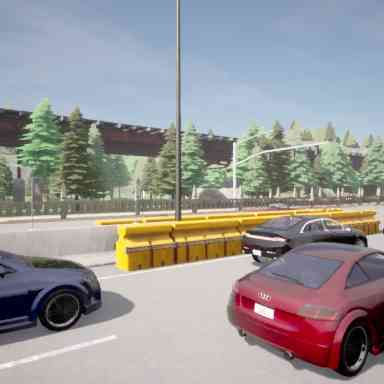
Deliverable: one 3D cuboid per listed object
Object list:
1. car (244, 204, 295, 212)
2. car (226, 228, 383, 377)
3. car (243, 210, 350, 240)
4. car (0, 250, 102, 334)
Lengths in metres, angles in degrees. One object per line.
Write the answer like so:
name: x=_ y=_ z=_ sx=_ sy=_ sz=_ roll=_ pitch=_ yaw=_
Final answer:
car: x=6.140 y=1.601 z=25.592 sx=4.718 sy=1.301 sz=1.895 roll=0 pitch=0 yaw=-36
car: x=2.603 y=1.564 z=5.616 sx=4.181 sy=1.385 sz=1.994 roll=0 pitch=0 yaw=-35
car: x=3.796 y=1.491 z=10.762 sx=4.902 sy=1.511 sz=2.128 roll=0 pitch=0 yaw=-36
car: x=-3.664 y=1.564 z=5.429 sx=4.181 sy=1.385 sz=1.994 roll=0 pitch=0 yaw=-36
